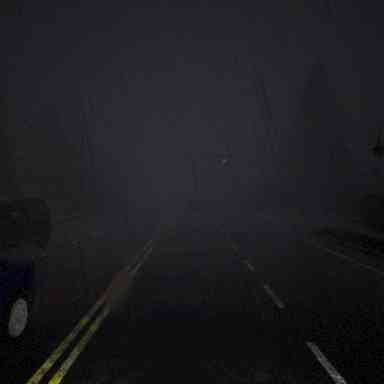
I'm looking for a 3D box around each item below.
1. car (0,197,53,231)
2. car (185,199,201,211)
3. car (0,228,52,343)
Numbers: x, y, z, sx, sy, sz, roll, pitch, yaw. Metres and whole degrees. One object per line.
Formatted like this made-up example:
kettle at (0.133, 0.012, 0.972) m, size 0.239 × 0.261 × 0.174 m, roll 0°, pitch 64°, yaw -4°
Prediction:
car at (-6.996, 1.214, 11.931) m, size 2.150 × 2.045 × 5.566 m, roll 0°, pitch 0°, yaw 0°
car at (0.115, 1.519, 40.659) m, size 2.033 × 1.411 × 5.357 m, roll 0°, pitch 0°, yaw 0°
car at (-3.567, 1.475, 3.600) m, size 1.882 × 1.535 × 5.008 m, roll 0°, pitch 0°, yaw 0°
